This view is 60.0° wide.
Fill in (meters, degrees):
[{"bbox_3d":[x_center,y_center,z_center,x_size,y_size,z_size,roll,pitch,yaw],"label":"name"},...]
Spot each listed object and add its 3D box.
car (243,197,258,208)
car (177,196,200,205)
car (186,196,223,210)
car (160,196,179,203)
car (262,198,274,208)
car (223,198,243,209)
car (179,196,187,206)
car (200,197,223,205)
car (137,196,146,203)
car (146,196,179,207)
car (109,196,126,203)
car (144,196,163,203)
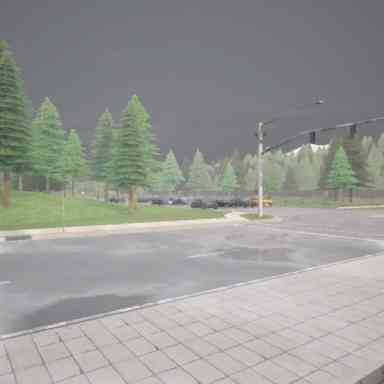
[{"bbox_3d":[7.036,1.547,48.073,2.033,1.411,5.357,0,0,-35],"label":"car"},{"bbox_3d":[-0.627,1.525,59.025,1.812,1.442,4.674,0,0,-35],"label":"car"},{"bbox_3d":[1.596,1.564,43.639,1.994,1.385,4.181,0,0,-35],"label":"car"},{"bbox_3d":[-4.831,1.593,71.260,1.895,1.301,4.718,0,0,-35],"label":"car"},{"bbox_3d":[10.002,1.478,49.942,1.882,1.535,5.008,0,0,-35],"label":"car"},{"bbox_3d":[4.353,1.601,45.803,1.895,1.301,4.718,0,0,-35],"label":"car"},{"bbox_3d":[-1.601,1.527,54.301,1.812,1.442,4.674,0,1,-35],"label":"car"},{"bbox_3d":[3.430,1.564,59.335,1.994,1.385,4.181,0,0,-35],"label":"car"},{"bbox_3d":[-10.287,1.559,66.809,1.994,1.385,4.181,0,0,-34],"label":"car"},{"bbox_3d":[-4.711,1.491,52.639,2.128,1.511,4.902,0,0,-35],"label":"car"},{"bbox_3d":[-15.284,1.550,67.878,2.033,1.411,5.357,0,0,-35],"label":"car"},{"bbox_3d":[-8.156,1.498,69.906,1.812,1.442,4.674,0,0,-35],"label":"car"}]
